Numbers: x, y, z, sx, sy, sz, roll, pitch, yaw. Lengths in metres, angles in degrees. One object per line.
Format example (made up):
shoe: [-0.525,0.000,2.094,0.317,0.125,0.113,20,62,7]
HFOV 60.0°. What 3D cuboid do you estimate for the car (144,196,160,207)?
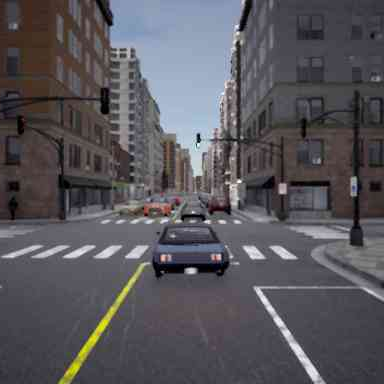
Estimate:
car: [-5.862,1.398,49.197,1.752,1.417,4.829,0,0,0]

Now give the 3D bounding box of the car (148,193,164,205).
car: [-5.862,1.169,55.022,2.192,1.841,5.009,0,0,0]

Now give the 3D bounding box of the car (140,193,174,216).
car: [-3.151,1.281,31.033,2.097,1.767,4.553,0,0,2]

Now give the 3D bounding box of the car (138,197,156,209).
car: [-5.861,1.416,43.542,1.752,1.417,4.829,0,0,0]

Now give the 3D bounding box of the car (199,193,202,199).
car: [2.663,1.360,60.829,1.752,1.417,4.829,0,0,0]

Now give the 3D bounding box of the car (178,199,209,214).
car: [0.096,1.503,27.579,1.994,1.385,4.181,0,0,0]

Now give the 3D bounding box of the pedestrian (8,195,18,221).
pedestrian: [-12.554,1.086,23.351,0.375,1.860,0.375,0,0,1]

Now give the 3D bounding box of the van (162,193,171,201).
van: [-5.863,1.118,77.641,1.690,1.788,3.998,0,0,0]

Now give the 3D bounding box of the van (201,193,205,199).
van: [2.664,1.214,49.345,1.690,1.788,3.998,0,0,0]

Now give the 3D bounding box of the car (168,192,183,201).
car: [-3.057,1.090,50.746,2.150,2.045,5.566,0,0,1]

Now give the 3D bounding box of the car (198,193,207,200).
car: [2.661,1.072,83.284,2.192,1.841,5.009,0,0,0]

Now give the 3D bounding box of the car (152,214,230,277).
car: [-0.155,1.588,10.148,1.895,1.301,4.718,0,0,-3]

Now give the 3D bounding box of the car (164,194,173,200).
car: [-5.865,1.301,83.297,1.887,1.381,4.507,0,0,0]

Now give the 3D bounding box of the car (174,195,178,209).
car: [-3.092,1.406,40.200,1.837,1.490,4.892,0,0,0]

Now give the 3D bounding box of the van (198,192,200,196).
van: [2.662,1.138,71.970,1.690,1.788,3.998,0,0,0]

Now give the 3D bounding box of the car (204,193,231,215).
car: [2.666,1.240,32.375,2.192,1.841,5.009,0,0,0]

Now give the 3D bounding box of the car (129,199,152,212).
car: [-5.861,1.473,38.057,1.947,1.339,4.313,0,0,0]

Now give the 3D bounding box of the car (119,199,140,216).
car: [-5.860,1.450,32.232,1.752,1.417,4.829,0,0,0]

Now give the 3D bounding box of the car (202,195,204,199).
car: [2.665,1.435,43.688,1.887,1.381,4.507,0,0,0]
